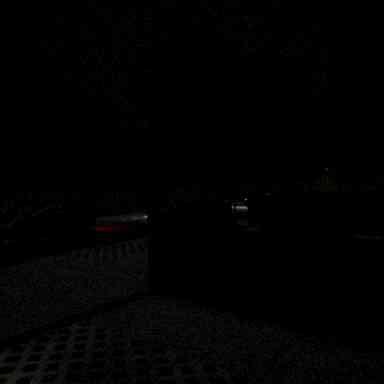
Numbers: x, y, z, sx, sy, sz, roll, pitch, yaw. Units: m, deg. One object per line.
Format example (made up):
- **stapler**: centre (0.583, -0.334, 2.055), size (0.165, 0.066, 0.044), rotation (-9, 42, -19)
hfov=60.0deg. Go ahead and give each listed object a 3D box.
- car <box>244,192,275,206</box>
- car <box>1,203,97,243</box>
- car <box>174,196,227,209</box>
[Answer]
- **car**: centre (7.098, 0.691, 34.376), size (1.812, 1.442, 4.674), rotation (0, 1, 36)
- **car**: centre (-6.640, 1.263, 15.078), size (2.128, 1.511, 4.902), rotation (0, 2, 35)
- **car**: centre (0.839, 0.995, 25.591), size (2.033, 1.411, 5.357), rotation (0, 2, 36)
